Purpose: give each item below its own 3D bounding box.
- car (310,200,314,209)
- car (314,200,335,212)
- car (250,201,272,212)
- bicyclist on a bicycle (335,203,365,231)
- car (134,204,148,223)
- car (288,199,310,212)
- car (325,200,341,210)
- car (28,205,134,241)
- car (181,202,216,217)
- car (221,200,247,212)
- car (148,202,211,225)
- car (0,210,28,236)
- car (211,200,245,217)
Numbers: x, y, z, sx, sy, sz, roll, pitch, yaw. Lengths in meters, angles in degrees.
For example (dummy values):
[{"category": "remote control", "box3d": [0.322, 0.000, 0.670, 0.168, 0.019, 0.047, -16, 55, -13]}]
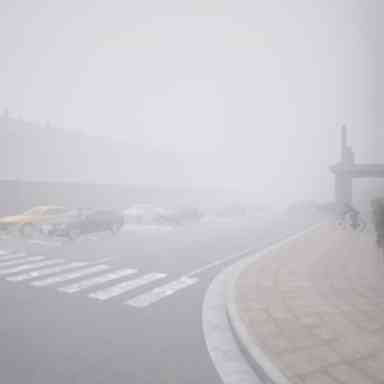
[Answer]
[{"category": "car", "box3d": [18.928, 1.954, 54.046, 2.128, 1.511, 4.902, 0, -1, 29]}, {"category": "car", "box3d": [18.562, 1.998, 46.009, 1.895, 1.301, 4.718, 0, -1, 29]}, {"category": "car", "box3d": [9.129, 1.873, 43.813, 1.812, 1.442, 4.674, 0, -1, 29]}, {"category": "bicyclist on a bicycle", "box3d": [9.275, 1.453, 19.570, 1.656, 1.620, 0.582, 0, -1, 29]}, {"category": "car", "box3d": [-4.086, 1.696, 27.368, 1.812, 1.442, 4.674, 0, -1, 29]}, {"category": "car", "box3d": [14.596, 1.910, 46.169, 1.812, 1.442, 4.674, 0, -1, 30]}, {"category": "car", "box3d": [22.829, 2.037, 53.660, 1.994, 1.385, 4.181, 0, -1, 29]}, {"category": "car", "box3d": [-5.602, 1.578, 17.515, 2.128, 1.511, 4.902, 0, -1, 29]}, {"category": "car", "box3d": [0.728, 1.820, 35.976, 1.994, 1.385, 4.181, 0, -1, 31]}, {"category": "car", "box3d": [5.745, 1.871, 44.941, 1.812, 1.442, 4.674, 0, -1, 29]}, {"category": "car", "box3d": [-0.846, 1.718, 26.021, 2.033, 1.411, 5.357, 0, -1, 29]}, {"category": "car", "box3d": [-8.606, 1.568, 19.304, 1.882, 1.535, 5.008, 0, -1, 29]}, {"category": "car", "box3d": [4.094, 1.763, 34.855, 1.837, 1.490, 4.892, 0, -1, 29]}]
